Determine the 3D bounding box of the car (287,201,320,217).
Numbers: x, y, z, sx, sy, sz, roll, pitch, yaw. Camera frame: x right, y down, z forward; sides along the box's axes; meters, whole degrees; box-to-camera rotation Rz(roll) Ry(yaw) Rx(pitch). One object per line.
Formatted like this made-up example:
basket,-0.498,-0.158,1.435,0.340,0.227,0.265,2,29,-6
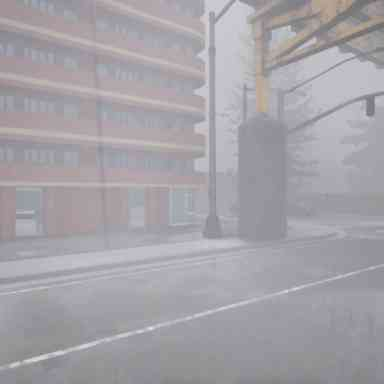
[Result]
car,9.112,1.551,30.973,2.033,1.411,5.357,0,0,-36

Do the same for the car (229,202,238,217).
car,5.432,1.503,29.696,2.128,1.511,4.902,0,0,-35
